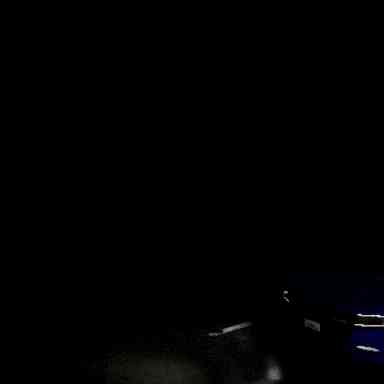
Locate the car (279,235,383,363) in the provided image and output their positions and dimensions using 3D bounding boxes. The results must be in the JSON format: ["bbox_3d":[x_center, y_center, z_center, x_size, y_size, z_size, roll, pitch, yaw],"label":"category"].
[{"bbox_3d":[3.685,1.539,5.878,5.008,1.535,1.882,1,0,-34],"label":"car"}]
